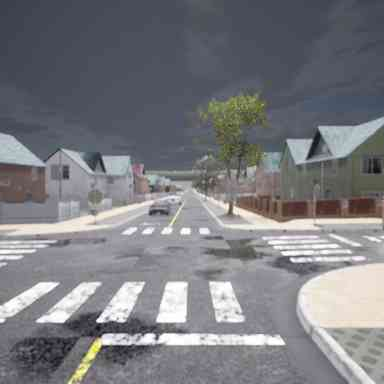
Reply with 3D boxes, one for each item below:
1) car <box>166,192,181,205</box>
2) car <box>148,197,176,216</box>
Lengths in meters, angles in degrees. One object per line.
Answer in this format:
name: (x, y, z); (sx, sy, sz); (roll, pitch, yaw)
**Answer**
car: (-2.911, 1.075, 53.677); (2.150, 2.045, 5.566); (0, 0, 0)
car: (-2.907, 1.462, 31.118); (2.033, 1.411, 5.357); (0, 0, 0)
